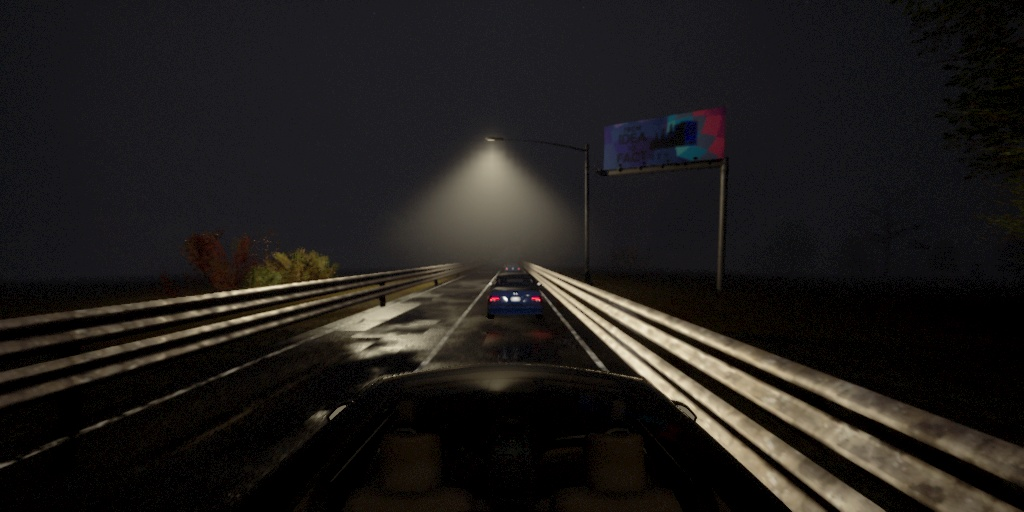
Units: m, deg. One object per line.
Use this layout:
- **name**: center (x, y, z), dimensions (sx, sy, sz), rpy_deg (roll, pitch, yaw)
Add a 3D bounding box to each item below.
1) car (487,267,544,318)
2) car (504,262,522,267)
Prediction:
- **car**: center (0.098, 1.310, 12.958), dimensions (2.033, 1.411, 5.357), rpy_deg (0, 0, 0)
- **car**: center (0.092, 1.339, 38.868), dimensions (2.033, 1.411, 5.357), rpy_deg (0, 0, 0)
